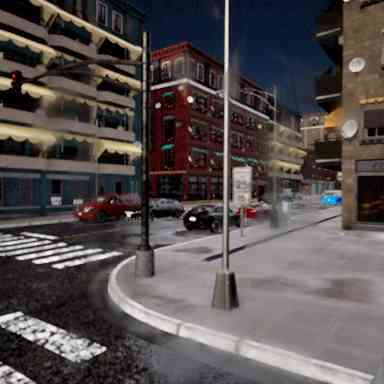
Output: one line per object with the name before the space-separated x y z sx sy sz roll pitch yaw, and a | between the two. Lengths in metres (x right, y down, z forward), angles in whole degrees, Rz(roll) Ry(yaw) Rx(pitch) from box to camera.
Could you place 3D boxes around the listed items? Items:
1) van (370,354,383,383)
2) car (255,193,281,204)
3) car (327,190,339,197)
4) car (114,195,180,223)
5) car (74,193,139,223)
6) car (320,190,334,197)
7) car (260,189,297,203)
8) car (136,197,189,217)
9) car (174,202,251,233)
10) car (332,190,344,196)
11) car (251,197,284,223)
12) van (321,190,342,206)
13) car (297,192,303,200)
van | 2.679 1.342 0.948 3.998 1.788 1.690 0 0 36
car | 10.467 0.874 45.718 1.947 1.339 4.313 2 2 35
car | 32.944 0.329 77.582 1.802 1.307 4.206 2 2 35
car | -2.547 1.199 22.797 2.128 1.511 4.902 1 1 35
car | -5.586 1.026 22.953 2.192 1.841 5.009 2 2 35
car | 29.734 0.372 73.030 1.887 1.381 4.507 2 2 35
car | 10.917 0.594 41.827 2.150 2.045 5.566 1 1 36
car | -2.377 1.175 27.511 1.887 1.381 4.507 2 2 35
car | 1.236 1.345 18.097 1.947 1.339 4.313 2 2 35
car | 36.155 0.250 82.134 1.802 1.307 4.206 2 2 35
car | 4.447 1.280 22.649 1.802 1.307 4.206 2 2 35
van | 17.294 0.717 40.852 1.690 1.788 3.998 2 2 35
car | 16.889 0.713 54.822 1.947 1.339 4.313 2 2 35
